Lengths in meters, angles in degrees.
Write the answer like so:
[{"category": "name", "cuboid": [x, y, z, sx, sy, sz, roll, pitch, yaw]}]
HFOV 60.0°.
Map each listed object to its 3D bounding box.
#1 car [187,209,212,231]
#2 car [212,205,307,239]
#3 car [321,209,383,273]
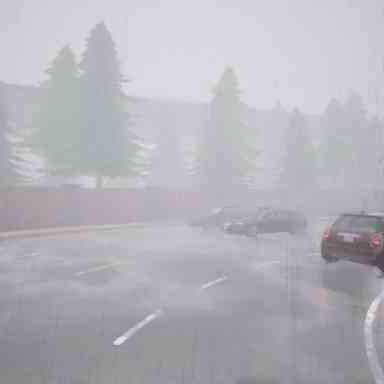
[{"category": "car", "cuboid": [1.963, 1.556, 20.668, 4.674, 1.442, 1.812, 0, 0, -26]}, {"category": "car", "cuboid": [3.852, 1.535, 17.586, 4.902, 1.511, 2.128, 0, 0, -27]}, {"category": "car", "cuboid": [6.361, 1.412, 10.838, 4.553, 1.767, 2.097, 0, 0, -32]}]
